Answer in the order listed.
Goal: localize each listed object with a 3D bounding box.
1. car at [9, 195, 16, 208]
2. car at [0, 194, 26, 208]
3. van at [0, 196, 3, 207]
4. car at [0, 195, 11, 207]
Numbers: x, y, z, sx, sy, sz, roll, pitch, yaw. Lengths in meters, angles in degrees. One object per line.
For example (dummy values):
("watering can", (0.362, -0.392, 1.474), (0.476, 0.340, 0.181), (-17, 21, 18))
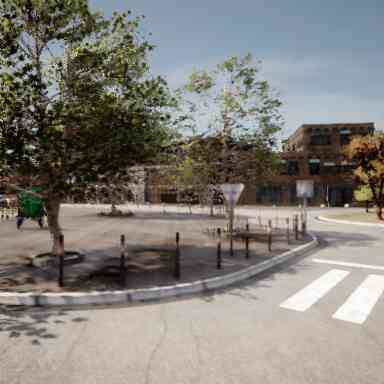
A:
("car", (-27.884, 1.662, 51.988), (2.097, 1.535, 5.008), (-1, -1, 36))
("car", (-30.262, 1.469, 53.688), (2.435, 2.045, 5.566), (-2, -1, 36))
("van", (-35.306, 1.652, 57.276), (1.878, 1.987, 4.442), (-2, -1, 36))
("car", (-28.100, 1.622, 47.133), (5.008, 1.535, 1.882), (-1, -1, 40))
